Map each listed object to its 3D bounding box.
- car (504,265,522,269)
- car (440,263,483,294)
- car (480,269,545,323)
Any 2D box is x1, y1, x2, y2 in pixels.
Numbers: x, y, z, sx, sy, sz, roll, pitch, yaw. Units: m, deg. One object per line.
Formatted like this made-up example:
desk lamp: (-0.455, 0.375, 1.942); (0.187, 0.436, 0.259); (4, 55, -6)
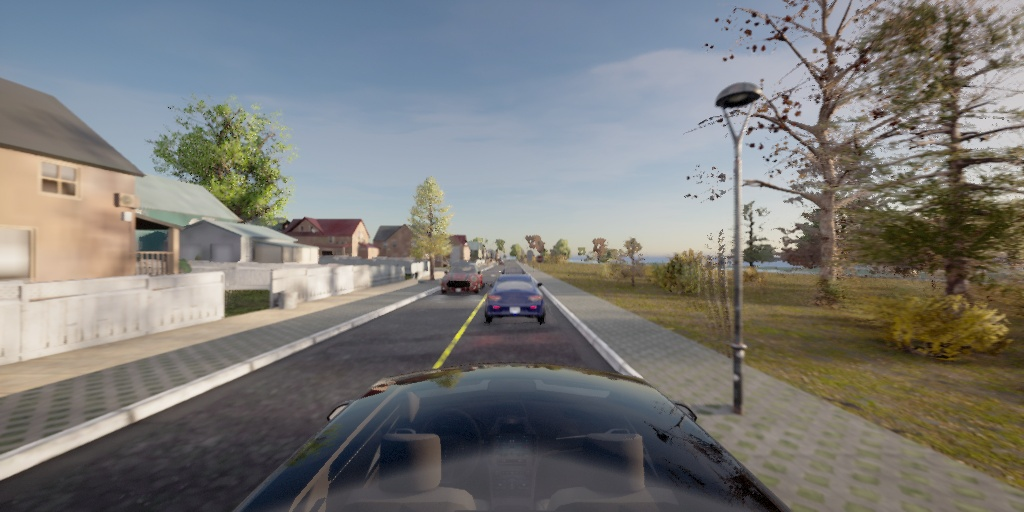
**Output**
car: (0.091, 1.513, 25.986); (1.895, 1.301, 4.718); (0, 0, 0)
car: (-2.836, 1.232, 21.223); (2.097, 1.767, 4.553); (0, 0, 0)
car: (0.089, 1.346, 12.284); (1.812, 1.442, 4.674); (0, 0, 0)
